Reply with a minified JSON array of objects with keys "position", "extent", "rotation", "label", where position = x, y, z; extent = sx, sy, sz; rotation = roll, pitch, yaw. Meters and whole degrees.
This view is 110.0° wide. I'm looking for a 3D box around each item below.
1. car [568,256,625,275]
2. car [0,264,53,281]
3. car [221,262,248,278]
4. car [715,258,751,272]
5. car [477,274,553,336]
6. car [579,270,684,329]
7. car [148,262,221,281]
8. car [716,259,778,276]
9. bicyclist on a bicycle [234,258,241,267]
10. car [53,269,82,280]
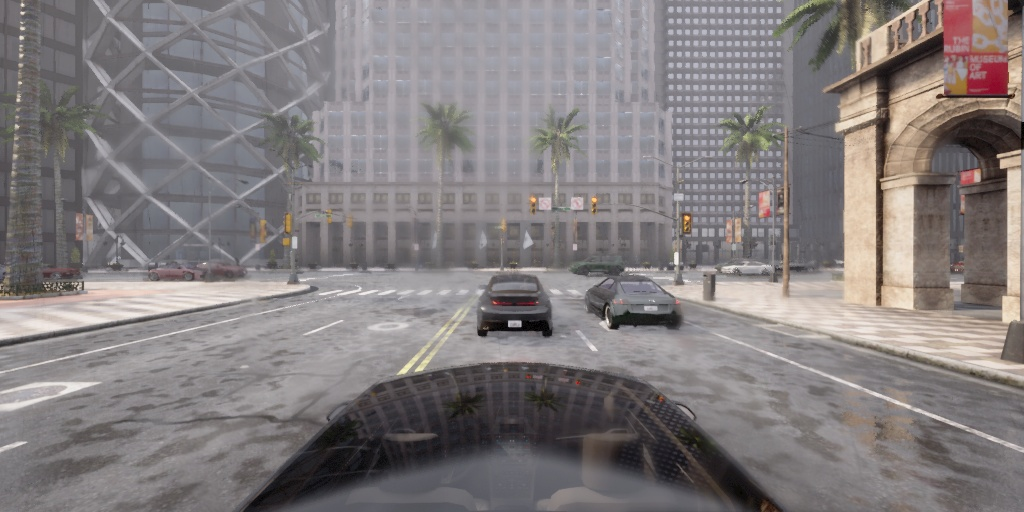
[{"position":[8.569,0.973,36.330],"extent":[5.566,2.045,2.150],"rotation":[0,0,-8],"label":"car"},{"position":[-38.135,1.314,26.670],"extent":[4.181,1.385,1.994],"rotation":[0,0,-26],"label":"car"},{"position":[-26.958,1.276,32.928],"extent":[4.674,1.442,1.812],"rotation":[0,0,-4],"label":"car"},{"position":[25.398,1.102,40.324],"extent":[4.553,1.767,2.097],"rotation":[0,0,0],"label":"car"},{"position":[0.076,1.255,10.349],"extent":[1.837,1.490,4.892],"rotation":[0,0,0],"label":"car"},{"position":[3.580,1.314,11.216],"extent":[1.994,1.385,4.181],"rotation":[0,0,0],"label":"car"},{"position":[-27.017,1.314,29.430],"extent":[4.181,1.385,1.994],"rotation":[0,0,-4],"label":"car"},{"position":[24.086,1.275,36.829],"extent":[4.674,1.442,1.812],"rotation":[0,0,0],"label":"car"},{"position":[-35.756,1.050,46.654],"extent":[0.582,1.620,1.656],"rotation":[0,0,-12],"label":"bicyclist on a bicycle"},{"position":[-39.659,1.351,29.913],"extent":[4.718,1.301,1.895],"rotation":[0,0,-27],"label":"car"}]
